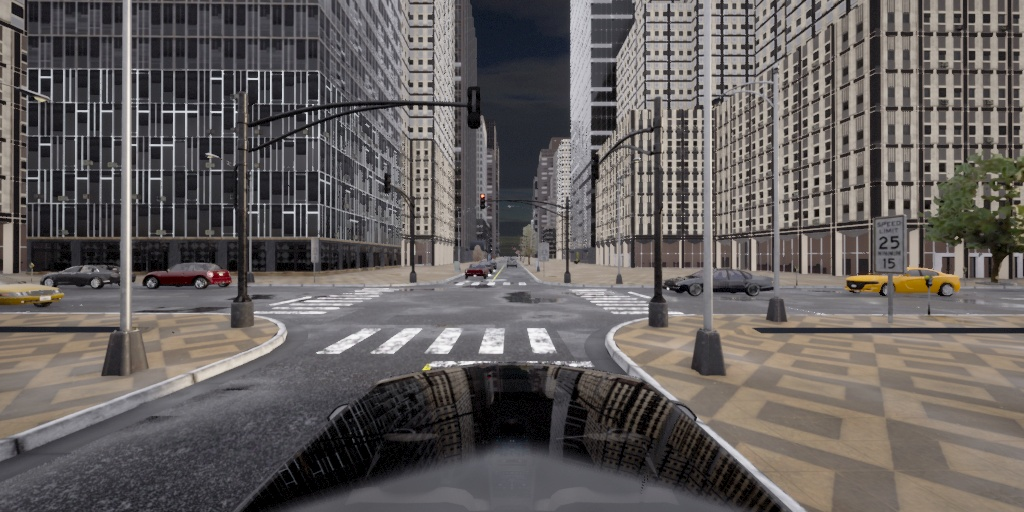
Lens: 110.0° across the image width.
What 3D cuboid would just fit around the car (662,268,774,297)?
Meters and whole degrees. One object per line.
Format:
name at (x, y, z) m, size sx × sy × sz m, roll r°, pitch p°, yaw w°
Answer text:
car at (10.942, 1.362, 19.089) m, size 5.357 × 1.411 × 2.033 m, roll 0°, pitch 0°, yaw -1°

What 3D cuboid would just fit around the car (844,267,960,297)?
car at (20.836, 1.336, 19.272) m, size 5.008 × 1.535 × 1.882 m, roll 0°, pitch 0°, yaw -1°

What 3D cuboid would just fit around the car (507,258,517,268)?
car at (-0.003, 1.289, 63.342) m, size 2.033 × 1.411 × 5.357 m, roll 0°, pitch 0°, yaw 0°

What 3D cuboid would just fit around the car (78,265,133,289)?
car at (-24.918, 1.189, 21.137) m, size 4.403 × 1.370 × 2.007 m, roll 0°, pitch 0°, yaw -1°

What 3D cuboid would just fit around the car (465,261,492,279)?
car at (-3.139, 1.349, 32.363) m, size 1.895 × 1.301 × 4.718 m, roll 0°, pitch 0°, yaw -1°

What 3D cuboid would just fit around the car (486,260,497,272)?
car at (-3.165, 1.294, 42.133) m, size 2.033 × 1.411 × 5.357 m, roll 0°, pitch 0°, yaw 0°

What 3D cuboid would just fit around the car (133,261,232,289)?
car at (-19.242, 1.111, 21.269) m, size 4.097 × 1.591 × 1.967 m, roll 0°, pitch 0°, yaw -1°

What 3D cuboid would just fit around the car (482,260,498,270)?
car at (-3.176, 1.292, 53.036) m, size 2.033 × 1.411 × 5.357 m, roll 0°, pitch 0°, yaw 0°

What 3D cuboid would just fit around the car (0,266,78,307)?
car at (-18.916, 1.165, 12.634) m, size 4.829 × 1.417 × 1.751 m, roll 0°, pitch 0°, yaw -1°
